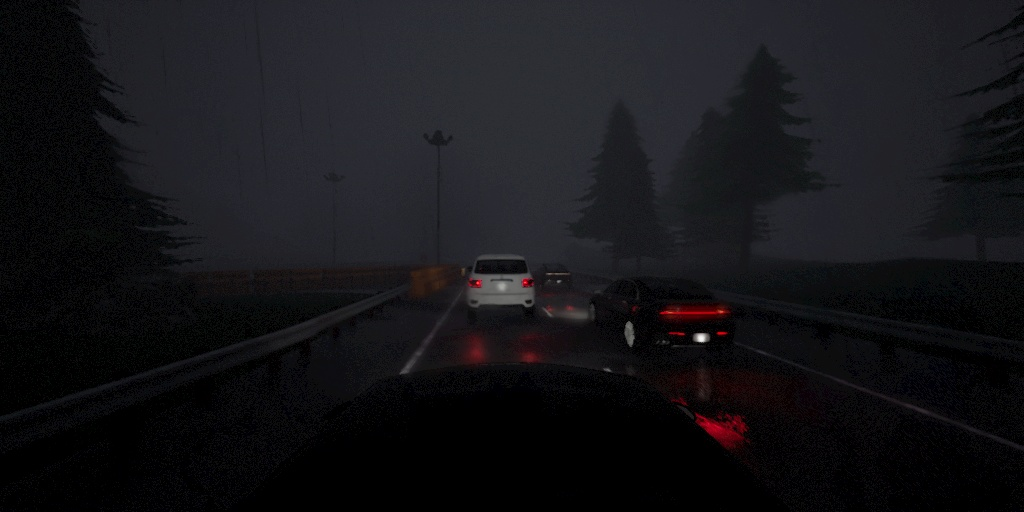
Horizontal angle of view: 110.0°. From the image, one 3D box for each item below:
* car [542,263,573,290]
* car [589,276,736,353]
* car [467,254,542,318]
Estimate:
[{"bbox_3d":[2.396,1.198,22.059,2.128,1.511,4.902,0,0,-4],"label":"car"},{"bbox_3d":[3.257,1.229,8.780,1.837,1.490,4.892,0,-1,-2],"label":"car"},{"bbox_3d":[-0.461,0.953,13.167,2.150,2.045,5.566,0,0,-4],"label":"car"}]
